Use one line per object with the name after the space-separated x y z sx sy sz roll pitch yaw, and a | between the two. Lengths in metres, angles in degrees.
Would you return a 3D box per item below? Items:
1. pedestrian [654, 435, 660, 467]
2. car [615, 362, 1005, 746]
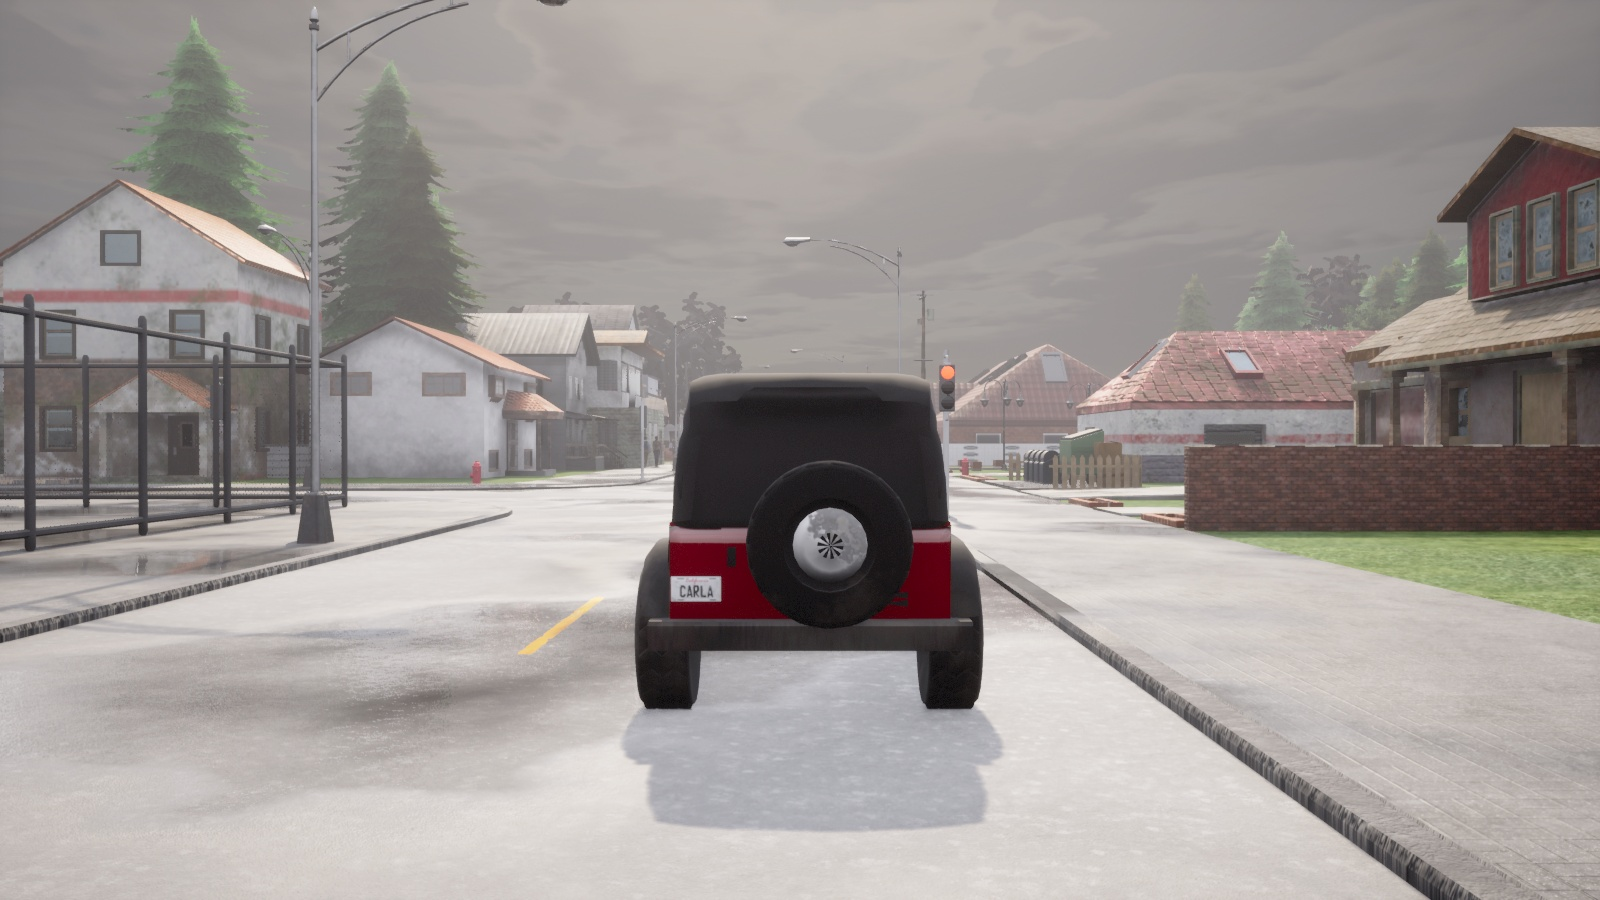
-8.180 0.045 71.699 0.328 1.805 0.869 0 0 -5 | pedestrian
0.055 0.497 8.079 1.905 1.878 3.866 0 0 0 | car
